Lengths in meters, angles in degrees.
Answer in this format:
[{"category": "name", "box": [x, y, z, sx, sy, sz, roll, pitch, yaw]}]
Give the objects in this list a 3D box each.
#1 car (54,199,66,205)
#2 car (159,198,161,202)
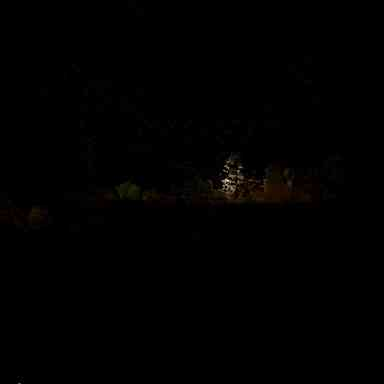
[{"category": "car", "box": [-22.810, 1.600, 60.961, 1.882, 1.535, 5.008, 0, 1, 34]}, {"category": "car", "box": [-6.502, 1.656, 85.325, 1.882, 1.535, 5.008, 0, 0, 34]}]
